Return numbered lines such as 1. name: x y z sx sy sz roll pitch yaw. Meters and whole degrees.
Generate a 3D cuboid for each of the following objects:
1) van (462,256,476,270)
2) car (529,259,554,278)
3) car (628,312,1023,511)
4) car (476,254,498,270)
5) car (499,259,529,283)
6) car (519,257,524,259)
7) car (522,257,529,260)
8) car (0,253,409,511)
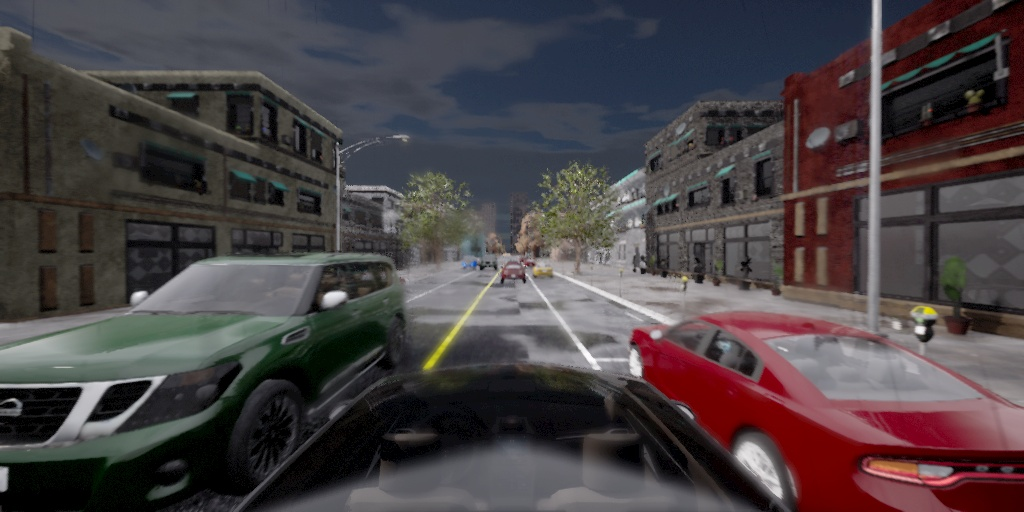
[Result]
1. van: -5.674 0.917 48.343 1.690 1.789 3.998 0 0 0
2. car: 2.703 1.163 31.879 1.751 1.417 4.829 0 0 0
3. car: 2.694 1.286 3.989 1.888 1.381 4.507 0 0 0
4. car: -3.005 0.806 47.259 2.150 2.045 5.566 0 0 0
5. car: 0.099 1.182 26.837 1.812 1.442 4.674 0 0 0
6. car: 0.098 1.170 40.478 1.994 1.385 4.181 0 0 0
7. car: 2.709 1.100 53.885 1.888 1.381 4.507 0 0 0
8. car: -3.097 0.963 4.870 2.150 2.045 5.566 0 0 0
